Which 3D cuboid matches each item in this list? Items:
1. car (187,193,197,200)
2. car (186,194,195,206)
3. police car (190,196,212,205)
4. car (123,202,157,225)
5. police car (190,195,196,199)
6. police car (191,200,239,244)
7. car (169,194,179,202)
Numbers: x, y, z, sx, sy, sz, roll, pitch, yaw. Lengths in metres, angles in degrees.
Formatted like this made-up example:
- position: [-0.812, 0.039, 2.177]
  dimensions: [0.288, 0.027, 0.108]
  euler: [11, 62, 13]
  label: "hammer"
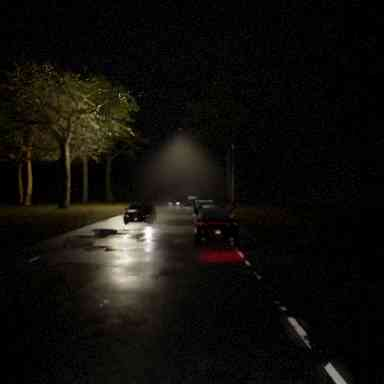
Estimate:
- position: [-0.014, 1.048, 73.495]
  dimensions: [2.033, 1.411, 5.357]
  euler: [0, 1, 0]
  label: "car"
- position: [-0.008, 1.351, 50.100]
  dimensions: [2.128, 1.511, 4.902]
  euler: [0, 0, 0]
  label: "car"
- position: [1.045, 1.396, 25.961]
  dimensions: [1.930, 1.638, 5.238]
  euler: [0, 0, 0]
  label: "police car"
- position: [-3.604, 1.477, 23.684]
  dimensions: [1.837, 1.490, 4.892]
  euler: [0, 0, 0]
  label: "car"
- position: [1.044, 1.384, 31.959]
  dimensions: [1.930, 1.638, 5.238]
  euler: [0, 0, 0]
  label: "police car"
- position: [1.047, 1.407, 15.961]
  dimensions: [1.930, 1.638, 5.238]
  euler: [0, 0, 0]
  label: "police car"
- position: [-3.522, 1.235, 66.202]
  dimensions: [1.837, 1.490, 4.892]
  euler: [0, 1, 0]
  label: "car"
